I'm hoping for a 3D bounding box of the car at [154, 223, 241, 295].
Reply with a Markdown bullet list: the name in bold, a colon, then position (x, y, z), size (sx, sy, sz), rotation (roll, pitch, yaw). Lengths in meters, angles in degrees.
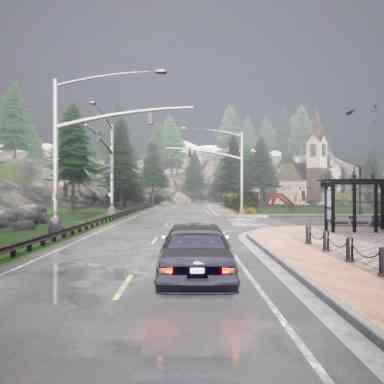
- **car**: position (0.098, 1.547, 8.849), size (2.033, 1.411, 5.357), rotation (0, 0, 0)
